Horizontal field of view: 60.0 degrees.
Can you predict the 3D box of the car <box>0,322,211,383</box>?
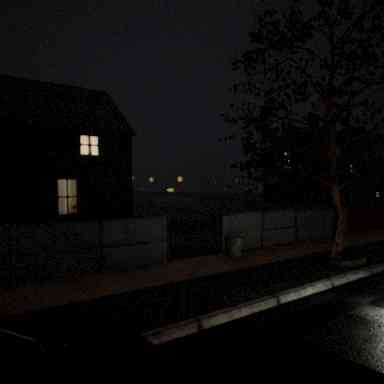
[{"bbox_3d":[-2.024,1.602,1.531,4.718,1.301,1.895,0,0,-37],"label":"car"}]
